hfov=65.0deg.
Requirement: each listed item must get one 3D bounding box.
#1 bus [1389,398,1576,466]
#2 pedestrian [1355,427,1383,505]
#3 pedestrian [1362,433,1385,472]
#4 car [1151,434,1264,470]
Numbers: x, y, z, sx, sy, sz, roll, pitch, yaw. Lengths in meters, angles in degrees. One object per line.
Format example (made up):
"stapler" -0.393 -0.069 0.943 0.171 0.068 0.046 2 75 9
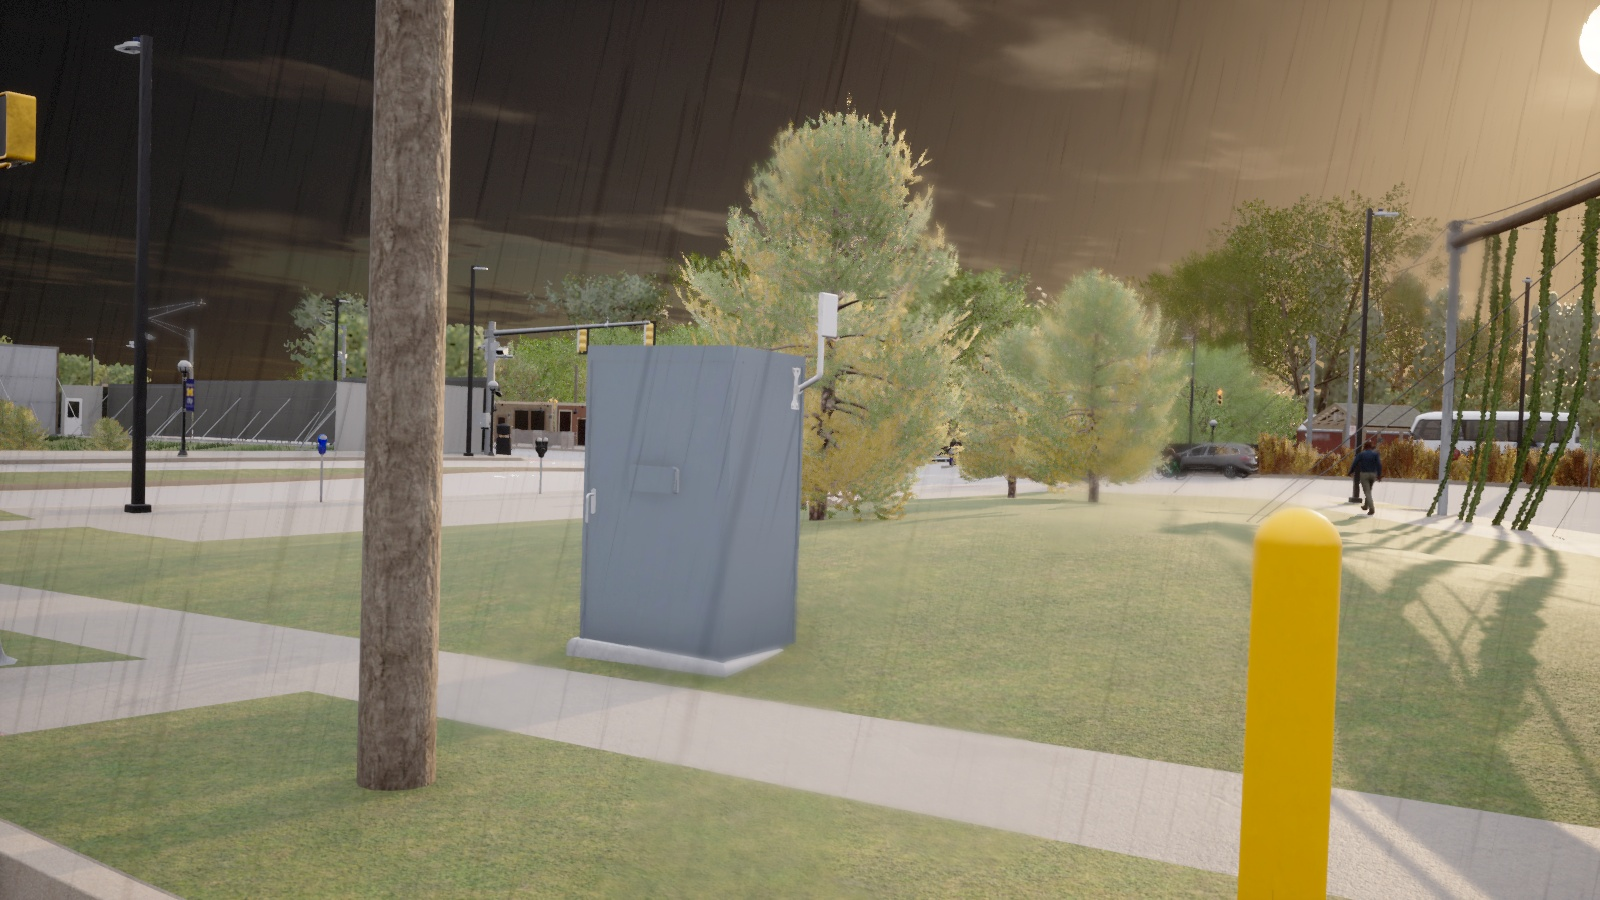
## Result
"bus" 44.965 -1.241 82.944 10.273 4.253 3.944 1 2 37
"pedestrian" 13.728 0.378 30.320 0.370 1.835 0.726 1 2 8
"pedestrian" 28.036 0.096 61.387 0.563 1.883 0.849 -1 2 -44
"car" 19.299 0.091 59.531 4.611 1.667 2.242 0 1 34
